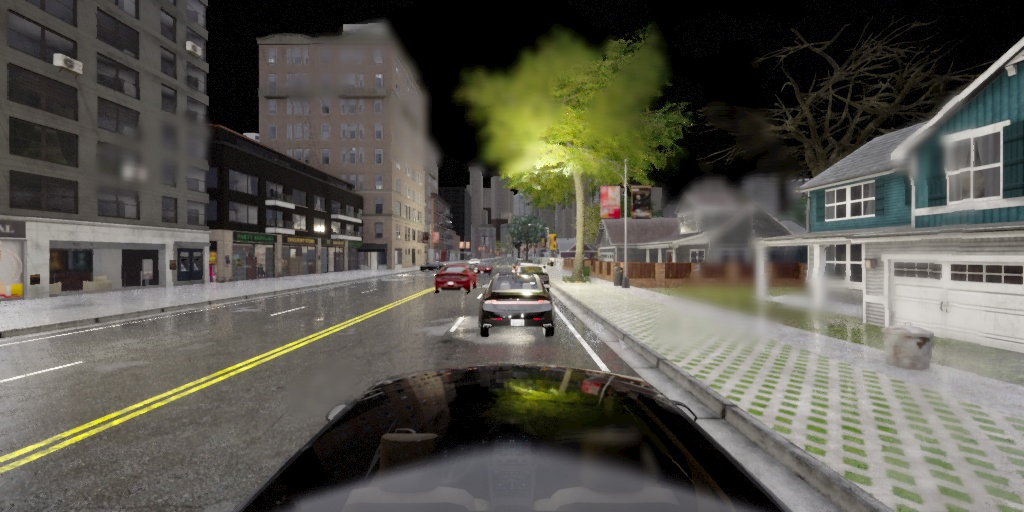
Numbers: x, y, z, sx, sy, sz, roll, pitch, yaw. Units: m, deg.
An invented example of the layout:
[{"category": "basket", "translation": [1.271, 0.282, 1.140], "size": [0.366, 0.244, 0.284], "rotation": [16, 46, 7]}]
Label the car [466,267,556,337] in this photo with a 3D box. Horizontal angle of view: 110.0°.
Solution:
[{"category": "car", "translation": [0.122, 1.239, 10.260], "size": [2.128, 1.511, 4.902], "rotation": [0, 0, 0]}]

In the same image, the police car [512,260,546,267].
[{"category": "police car", "translation": [1.027, 1.165, 20.510], "size": [1.930, 1.638, 5.238], "rotation": [0, 0, 0]}]

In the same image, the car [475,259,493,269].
[{"category": "car", "translation": [-3.047, 1.323, 38.779], "size": [1.895, 1.301, 4.718], "rotation": [0, 0, 0]}]

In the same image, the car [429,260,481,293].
[{"category": "car", "translation": [-3.098, 1.217, 20.610], "size": [1.882, 1.535, 5.008], "rotation": [0, 0, 0]}]

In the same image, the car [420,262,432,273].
[{"category": "car", "translation": [-9.734, 1.319, 43.327], "size": [1.895, 1.301, 4.718], "rotation": [0, 0, 0]}]

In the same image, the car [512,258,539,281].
[{"category": "car", "translation": [1.054, 1.082, 30.370], "size": [2.097, 1.767, 4.553], "rotation": [0, 0, 0]}]
